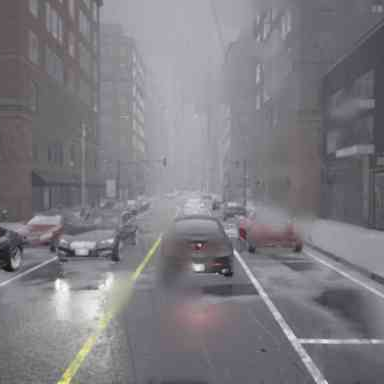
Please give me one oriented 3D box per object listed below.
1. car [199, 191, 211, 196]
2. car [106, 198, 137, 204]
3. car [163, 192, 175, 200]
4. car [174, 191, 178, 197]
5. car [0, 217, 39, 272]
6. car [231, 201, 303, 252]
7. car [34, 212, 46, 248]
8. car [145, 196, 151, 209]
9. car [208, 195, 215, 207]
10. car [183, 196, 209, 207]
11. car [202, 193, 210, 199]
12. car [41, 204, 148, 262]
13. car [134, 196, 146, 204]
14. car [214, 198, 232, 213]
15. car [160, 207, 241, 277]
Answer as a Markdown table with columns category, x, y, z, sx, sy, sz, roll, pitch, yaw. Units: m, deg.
| category | x | y | z | sx | sy | sz | roll | pitch | yaw |
| --- | --- | --- | --- | --- | --- | --- | --- | --- | --- |
| car | 3.199 | 0.879 | 72.349 | 1.967 | 1.590 | 4.097 | 0 | 0 | 0 |
| car | -5.572 | 1.362 | 24.296 | 1.947 | 1.339 | 4.313 | 0 | 0 | 0 |
| car | -5.325 | 1.020 | 72.400 | 1.802 | 1.307 | 4.206 | 0 | 0 | 0 |
| car | -5.258 | 0.920 | 83.217 | 2.008 | 1.369 | 4.403 | 0 | 0 | 0 |
| car | -5.645 | 1.499 | 7.793 | 1.947 | 1.339 | 4.313 | 0 | 0 | 0 |
| car | 2.905 | 1.328 | 13.255 | 1.967 | 1.590 | 4.097 | 0 | 0 | 0 |
| car | -5.620 | 1.469 | 13.295 | 1.802 | 1.307 | 4.206 | 0 | 0 | 0 |
| car | -5.524 | 1.147 | 35.298 | 1.967 | 1.590 | 4.097 | 0 | 0 | 0 |
| car | 3.002 | 1.274 | 35.261 | 1.947 | 1.339 | 4.313 | 0 | 0 | 0 |
| car | 0.213 | 1.298 | 27.318 | 1.812 | 1.442 | 4.674 | 0 | 0 | 0 |
| car | 3.234 | 0.928 | 77.928 | 1.752 | 1.417 | 4.829 | 0 | 0 | 0 |
| car | -3.057 | 1.392 | 11.718 | 2.128 | 1.511 | 4.902 | 0 | 0 | 0 |
| car | -5.548 | 1.333 | 29.798 | 1.802 | 1.307 | 4.206 | 0 | 0 | 0 |
| car | 2.953 | 1.348 | 24.259 | 2.008 | 1.369 | 4.403 | 0 | 0 | 0 |
| car | 0.132 | 1.421 | 9.910 | 1.837 | 1.490 | 4.892 | 0 | 1 | 0 |
